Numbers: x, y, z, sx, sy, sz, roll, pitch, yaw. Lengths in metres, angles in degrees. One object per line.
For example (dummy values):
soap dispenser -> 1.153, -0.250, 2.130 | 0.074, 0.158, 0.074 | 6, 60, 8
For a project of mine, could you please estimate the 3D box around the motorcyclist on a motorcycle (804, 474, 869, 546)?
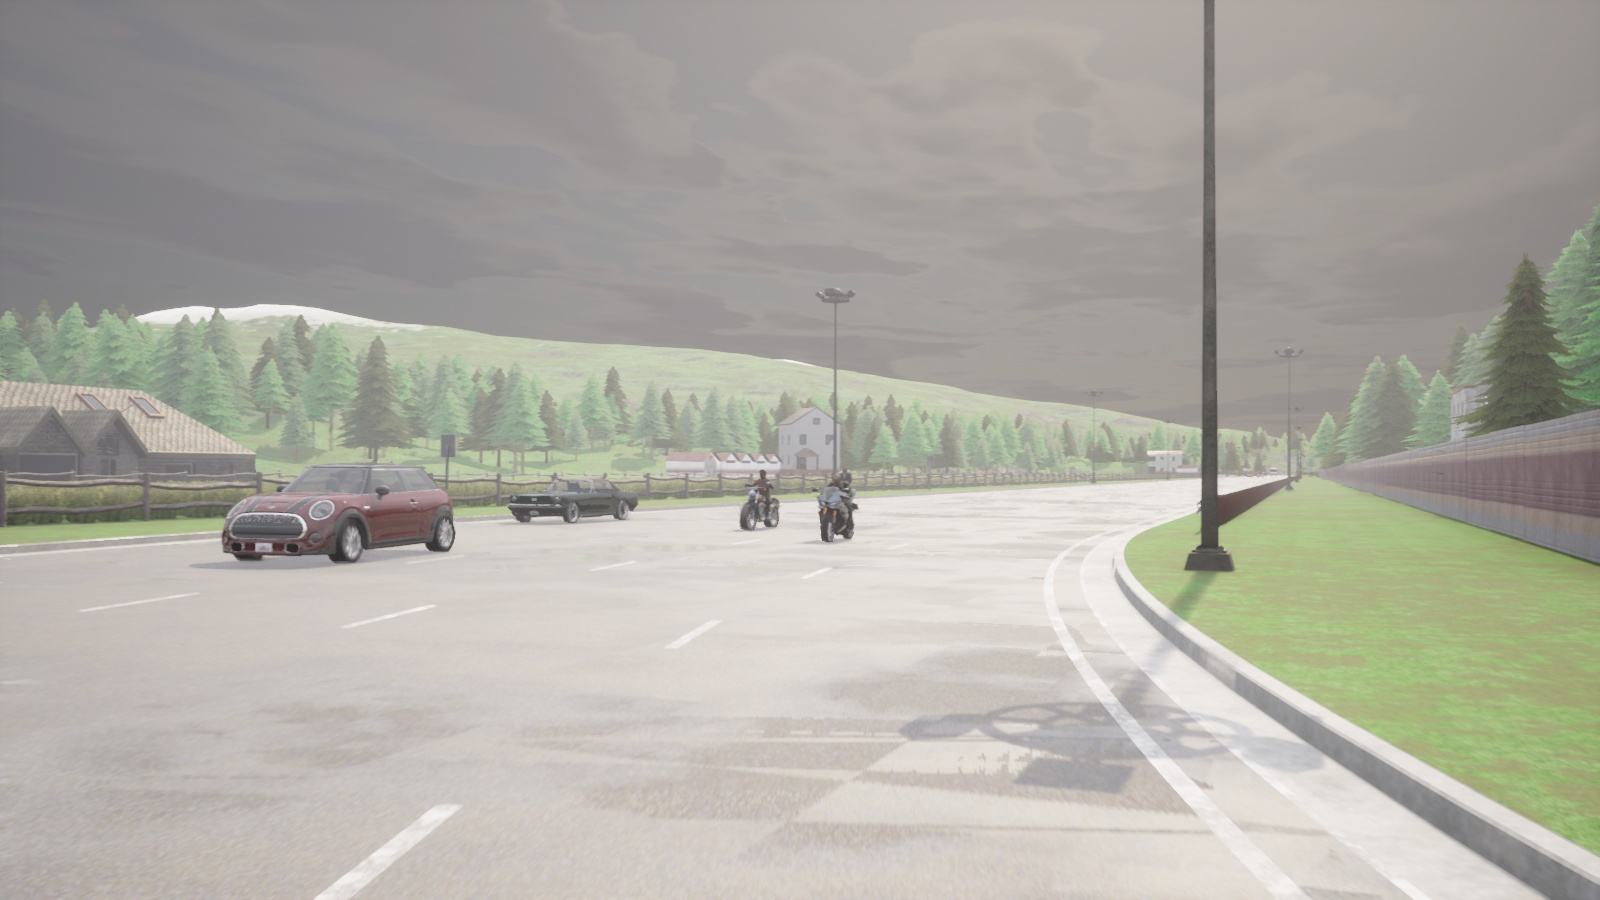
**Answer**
motorcyclist on a motorcycle -> 0.849, 1.317, 28.138 | 0.866, 1.530, 2.191 | 0, -1, 18

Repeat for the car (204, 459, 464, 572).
car -> -8.014, 1.074, 22.142 | 2.097, 1.767, 4.553 | 0, -1, 14

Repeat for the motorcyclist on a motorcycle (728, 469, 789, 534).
motorcyclist on a motorcycle -> -1.069, 1.327, 33.300 | 0.766, 1.649, 2.350 | 0, -1, 21

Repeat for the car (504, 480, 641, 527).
car -> -6.786, 1.576, 38.005 | 1.895, 1.301, 4.718 | -1, -1, 21
